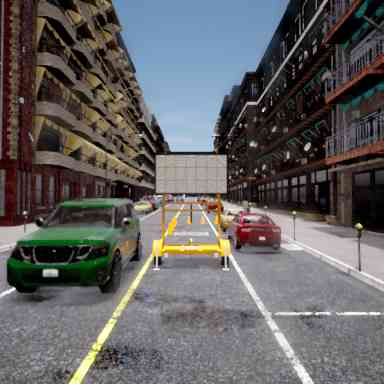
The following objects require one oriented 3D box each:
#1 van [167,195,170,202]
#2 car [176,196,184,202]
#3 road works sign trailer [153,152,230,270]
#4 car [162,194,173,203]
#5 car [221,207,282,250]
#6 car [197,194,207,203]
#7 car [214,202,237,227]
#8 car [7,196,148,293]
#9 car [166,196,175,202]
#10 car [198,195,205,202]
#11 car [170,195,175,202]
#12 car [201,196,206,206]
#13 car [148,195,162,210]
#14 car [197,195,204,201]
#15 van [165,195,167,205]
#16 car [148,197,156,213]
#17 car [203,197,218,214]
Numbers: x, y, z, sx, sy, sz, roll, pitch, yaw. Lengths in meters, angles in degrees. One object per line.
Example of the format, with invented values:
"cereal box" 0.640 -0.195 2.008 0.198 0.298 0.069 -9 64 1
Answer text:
"van" -5.410 1.475 58.633 1.690 1.788 3.998 1 0 0
"car" -2.912 1.715 79.634 2.128 1.511 4.902 0 0 0
"road works sign trailer" -0.022 0.475 11.003 2.380 3.560 2.880 0 0 0
"car" -5.444 1.518 75.224 2.192 1.841 5.009 1 0 0
"car" 2.557 1.561 14.342 1.887 1.381 4.507 1 0 0
"car" 2.390 1.543 80.712 2.192 1.841 5.009 1 0 0
"car" 2.546 1.551 20.044 1.752 1.417 4.829 1 0 0
"car" -2.768 1.230 9.261 2.150 2.045 5.566 0 0 0
"car" -5.473 1.822 86.285 1.947 1.339 4.313 1 0 0
"car" 2.465 1.678 58.587 1.887 1.381 4.507 1 0 0
"car" -5.433 1.494 69.694 2.192 1.841 5.009 1 0 0
"car" 2.499 1.629 41.996 2.008 1.369 4.403 1 0 0
"car" -5.374 1.394 42.043 2.192 1.841 5.009 2 0 0
"car" 2.364 1.726 91.774 1.967 1.590 4.097 1 0 0
"van" -5.398 1.454 53.101 1.690 1.788 3.998 2 0 0
"car" -5.368 1.589 36.341 1.752 1.417 4.829 2 0 0
"car" 2.511 1.609 36.464 1.887 1.381 4.507 1 0 0
